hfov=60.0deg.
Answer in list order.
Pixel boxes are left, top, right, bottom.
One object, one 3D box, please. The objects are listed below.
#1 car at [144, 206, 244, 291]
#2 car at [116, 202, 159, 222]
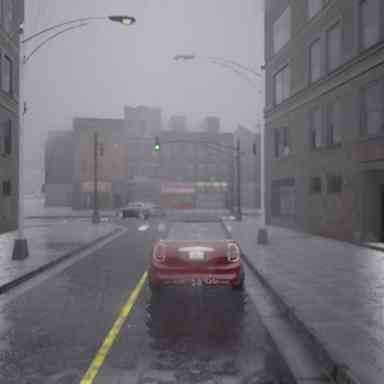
[{"bbox_3d":[0.094,1.364,9.179,2.097,1.767,4.553,0,0,0],"label":"car"},{"bbox_3d":[-4.222,1.530,26.782,4.902,1.511,2.128,0,-1,43],"label":"car"}]
